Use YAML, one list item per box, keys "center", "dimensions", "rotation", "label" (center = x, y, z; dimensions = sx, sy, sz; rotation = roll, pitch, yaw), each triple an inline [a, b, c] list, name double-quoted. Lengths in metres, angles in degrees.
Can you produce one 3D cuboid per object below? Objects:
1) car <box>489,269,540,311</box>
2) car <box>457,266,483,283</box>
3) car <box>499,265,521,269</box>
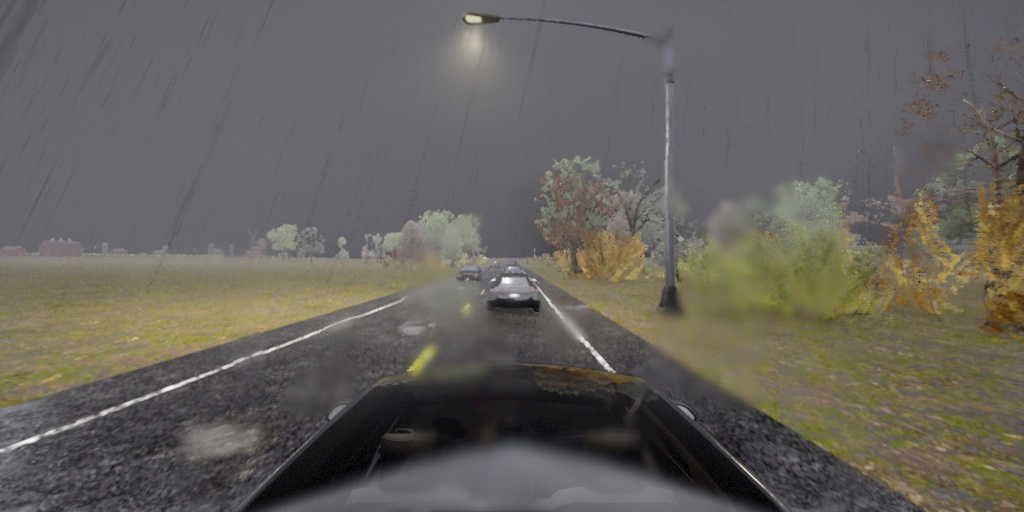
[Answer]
- center: [0.086, 1.427, 15.034]
  dimensions: [1.994, 1.385, 4.181]
  rotation: [0, 0, 0]
  label: "car"
- center: [-3.612, 1.551, 31.909]
  dimensions: [2.033, 1.411, 5.357]
  rotation: [0, -1, 0]
  label: "car"
- center: [0.086, 1.565, 33.690]
  dimensions: [2.033, 1.411, 5.357]
  rotation: [0, 0, 0]
  label: "car"
